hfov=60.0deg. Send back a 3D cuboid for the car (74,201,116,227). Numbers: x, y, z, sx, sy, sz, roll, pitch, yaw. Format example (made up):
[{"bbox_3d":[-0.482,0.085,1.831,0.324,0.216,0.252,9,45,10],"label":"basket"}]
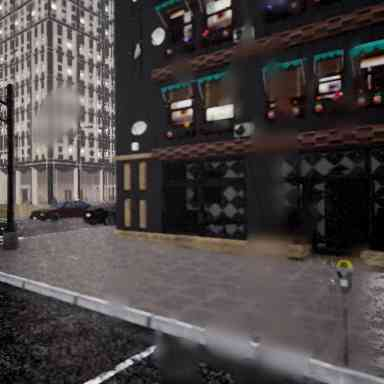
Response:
[{"bbox_3d":[-4.836,1.343,21.042,1.947,1.339,4.313,1,1,35],"label":"car"}]

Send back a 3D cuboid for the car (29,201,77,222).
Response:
[{"bbox_3d":[-9.219,1.364,24.896,2.033,1.411,5.357,-1,1,35],"label":"car"}]
